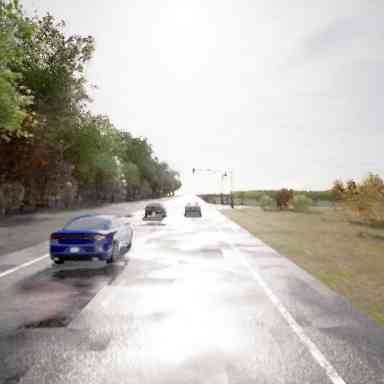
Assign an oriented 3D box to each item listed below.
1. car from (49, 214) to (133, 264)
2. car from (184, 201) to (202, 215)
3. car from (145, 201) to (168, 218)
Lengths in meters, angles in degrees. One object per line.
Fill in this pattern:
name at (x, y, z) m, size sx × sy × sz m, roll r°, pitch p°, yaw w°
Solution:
car at (-3.401, 1.536, 12.112) m, size 1.882 × 1.535 × 5.008 m, roll 0°, pitch 0°, yaw 0°
car at (0.093, 1.711, 35.942) m, size 2.033 × 1.411 × 5.357 m, roll 0°, pitch 0°, yaw 0°
car at (-3.404, 1.651, 32.000) m, size 1.837 × 1.490 × 4.892 m, roll 0°, pitch 0°, yaw 0°
